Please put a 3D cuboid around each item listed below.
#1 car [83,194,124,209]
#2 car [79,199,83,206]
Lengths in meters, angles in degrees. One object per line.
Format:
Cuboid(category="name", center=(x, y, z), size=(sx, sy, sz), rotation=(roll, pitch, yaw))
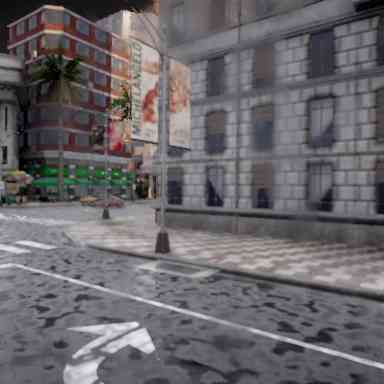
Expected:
Cuboid(category="car", center=(-9.743, 1.141, 37.901), size=(1.994, 1.385, 4.181), rotation=(1, 1, 36))
Cuboid(category="car", center=(-11.569, 1.007, 41.341), size=(1.882, 1.535, 5.008), rotation=(1, 1, 36))
